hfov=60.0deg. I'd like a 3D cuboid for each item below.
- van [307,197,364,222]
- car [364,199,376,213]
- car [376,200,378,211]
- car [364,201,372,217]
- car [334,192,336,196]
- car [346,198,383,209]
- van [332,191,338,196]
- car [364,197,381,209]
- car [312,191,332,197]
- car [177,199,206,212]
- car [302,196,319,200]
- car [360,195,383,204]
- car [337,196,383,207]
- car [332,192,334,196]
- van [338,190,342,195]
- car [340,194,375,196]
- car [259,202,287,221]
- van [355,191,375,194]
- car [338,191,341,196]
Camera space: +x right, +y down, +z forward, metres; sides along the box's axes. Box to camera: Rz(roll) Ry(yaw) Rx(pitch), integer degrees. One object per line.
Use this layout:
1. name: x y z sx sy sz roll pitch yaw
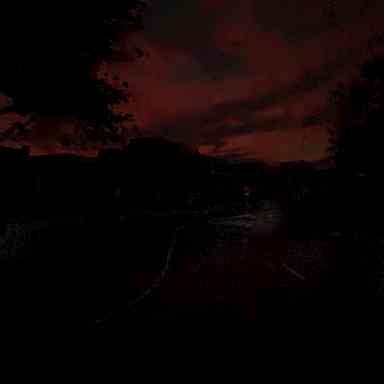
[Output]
1. van: 13.552 1.749 31.809 4.442 1.987 1.878 -1 0 35
2. car: 16.676 1.863 36.401 5.366 1.575 1.946 -1 0 35
3. car: 18.441 1.837 38.553 4.792 1.488 2.163 -1 0 35
4. car: 15.265 1.947 34.001 4.792 1.488 2.163 -1 0 35
5. car: 31.048 1.274 79.524 4.674 1.452 2.002 -1 0 35
6. car: 24.766 1.630 47.673 4.674 1.452 2.002 -1 0 35
7. van: 32.739 0.953 81.756 4.442 1.987 1.878 -1 0 35
8. car: 19.998 1.754 40.848 4.892 1.521 2.231 -1 0 35
9. car: 27.808 1.091 74.943 5.566 2.045 2.435 -1 0 35
10. car: -0.048 1.789 44.914 2.097 1.767 4.553 -1 -6 35
11. car: 18.831 1.816 53.840 1.895 1.301 4.718 -1 0 35
12. car: 32.683 1.354 59.068 4.792 1.488 2.163 -1 0 35
13. car: 21.596 1.698 43.117 5.008 1.535 2.097 -1 0 35
14. car: 29.289 1.288 77.333 5.366 1.575 1.946 -1 0 35
15. van: 35.757 0.848 86.490 4.442 1.987 1.878 -1 0 35
16. car: 23.202 1.518 45.377 4.553 1.767 2.185 -1 0 35
17. car: 8.962 2.098 33.846 1.837 1.490 4.892 -1 1 35
18. van: 29.621 1.202 54.432 4.442 1.987 1.878 -1 0 35
19. car: 34.248 1.127 84.126 5.008 1.535 2.097 -1 0 35
